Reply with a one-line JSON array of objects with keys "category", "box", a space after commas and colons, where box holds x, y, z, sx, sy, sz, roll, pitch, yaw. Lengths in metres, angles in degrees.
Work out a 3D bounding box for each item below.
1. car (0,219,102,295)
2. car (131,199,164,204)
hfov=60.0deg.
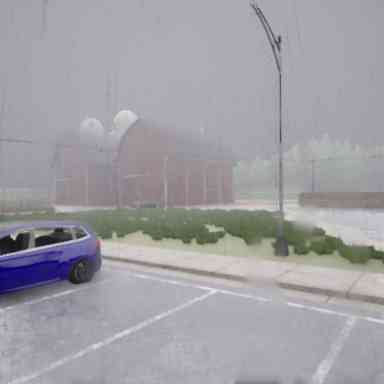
[{"category": "car", "box": [-4.453, 1.556, 7.919, 2.242, 1.667, 4.611, -1, 0, 36]}, {"category": "car", "box": [-6.245, 1.756, 47.041, 4.902, 1.511, 2.128, -1, 0, -16]}]
